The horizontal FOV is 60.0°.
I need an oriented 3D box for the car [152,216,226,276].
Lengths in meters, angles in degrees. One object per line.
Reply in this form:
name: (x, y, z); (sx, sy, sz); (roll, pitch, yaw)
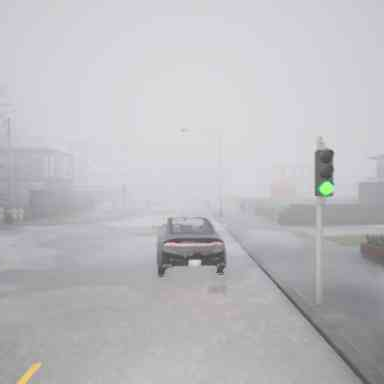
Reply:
car: (-0.207, 1.507, 10.506); (2.128, 1.511, 4.902); (0, 0, -6)

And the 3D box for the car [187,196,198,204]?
car: (0.023, 1.584, 64.282); (2.128, 1.511, 4.902); (0, 0, 0)

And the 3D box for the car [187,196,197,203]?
car: (0.023, 1.632, 74.566); (2.128, 1.511, 4.902); (0, 0, 0)

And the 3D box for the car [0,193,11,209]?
car: (-19.748, 1.033, 32.251); (1.905, 1.878, 3.866); (0, 0, 35)
